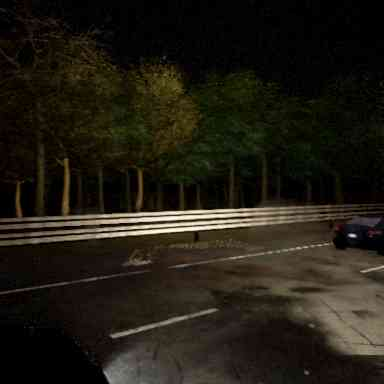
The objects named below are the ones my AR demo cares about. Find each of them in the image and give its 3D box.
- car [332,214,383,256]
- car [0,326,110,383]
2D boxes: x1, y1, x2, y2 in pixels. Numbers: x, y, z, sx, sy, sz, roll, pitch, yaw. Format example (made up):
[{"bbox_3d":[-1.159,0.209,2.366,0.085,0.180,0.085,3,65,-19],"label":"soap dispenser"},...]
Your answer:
[{"bbox_3d":[7.485,1.553,13.161,4.181,1.385,1.994,0,0,-33],"label":"car"},{"bbox_3d":[-2.541,1.556,1.933,4.181,1.385,1.994,0,0,-35],"label":"car"}]
